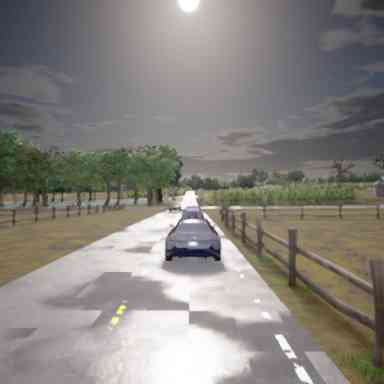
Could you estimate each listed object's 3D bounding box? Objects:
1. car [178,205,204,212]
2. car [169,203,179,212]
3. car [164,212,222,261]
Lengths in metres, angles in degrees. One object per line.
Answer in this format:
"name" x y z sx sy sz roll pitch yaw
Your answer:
"car" 0.061 1.898 28.389 1.812 1.442 4.674 0 -1 1
"car" -2.798 2.572 55.690 1.994 1.385 4.181 0 -1 0
"car" 0.052 1.677 12.815 1.994 1.385 4.181 0 -1 1
